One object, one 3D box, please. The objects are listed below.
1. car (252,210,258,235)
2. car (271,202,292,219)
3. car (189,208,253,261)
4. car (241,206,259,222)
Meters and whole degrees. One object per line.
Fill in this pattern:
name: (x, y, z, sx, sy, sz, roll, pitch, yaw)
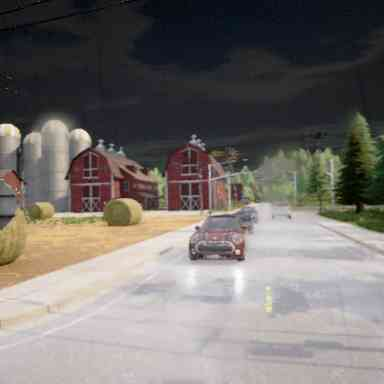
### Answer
car: (3.417, 2.218, 23.691, 1.994, 1.385, 4.181, -2, -2, 12)
car: (10.805, 2.194, 40.265, 2.150, 2.045, 5.566, -2, -2, 13)
car: (1.282, 1.770, 14.065, 2.097, 1.767, 4.553, -2, -2, 12)
car: (5.671, 2.250, 33.729, 2.097, 1.767, 4.553, -2, -2, 14)
